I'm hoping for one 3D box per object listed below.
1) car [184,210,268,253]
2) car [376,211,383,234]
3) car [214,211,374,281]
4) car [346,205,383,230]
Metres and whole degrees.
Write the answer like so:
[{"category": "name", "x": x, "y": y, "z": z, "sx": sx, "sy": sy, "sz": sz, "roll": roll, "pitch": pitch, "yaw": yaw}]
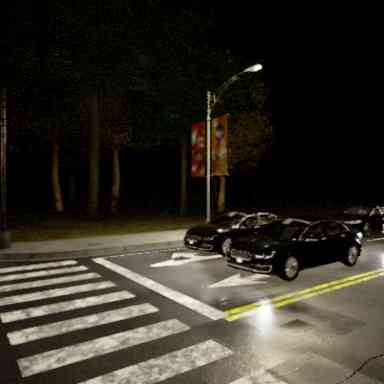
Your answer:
[{"category": "car", "x": 1.949, "y": 1.509, "z": 13.053, "sx": 4.892, "sy": 1.490, "sz": 1.837, "roll": 0, "pitch": 0, "yaw": -35}, {"category": "car", "x": 10.739, "y": 1.610, "z": 15.321, "sx": 4.718, "sy": 1.301, "sz": 1.895, "roll": 0, "pitch": 0, "yaw": -35}, {"category": "car", "x": 3.198, "y": 1.508, "z": 9.951, "sx": 4.892, "sy": 1.490, "sz": 1.837, "roll": 0, "pitch": 0, "yaw": -35}, {"category": "car", "x": 9.628, "y": 1.501, "z": 18.515, "sx": 4.902, "sy": 1.511, "sz": 2.128, "roll": 0, "pitch": 0, "yaw": -35}]
